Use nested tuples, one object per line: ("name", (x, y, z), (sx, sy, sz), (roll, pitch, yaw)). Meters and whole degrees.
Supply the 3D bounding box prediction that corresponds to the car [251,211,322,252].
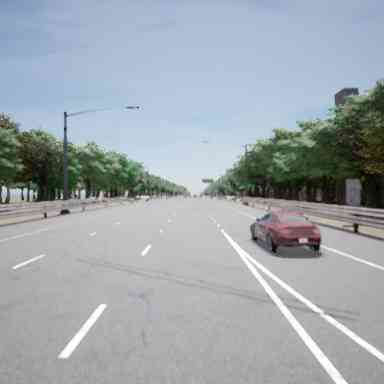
("car", (3.724, 1.503, 13.707), (1.812, 1.442, 4.674), (0, 0, -3))
